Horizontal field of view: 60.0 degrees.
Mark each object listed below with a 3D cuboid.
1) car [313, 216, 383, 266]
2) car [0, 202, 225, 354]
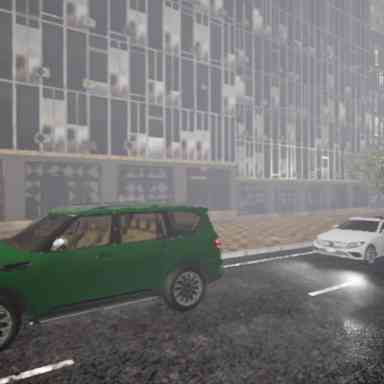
[{"bbox_3d":[6.388,1.629,12.107,4.674,1.442,1.812,1,0,-35],"label":"car"},{"bbox_3d":[-1.916,1.239,6.280,5.566,2.045,2.150,1,0,-35],"label":"car"}]
